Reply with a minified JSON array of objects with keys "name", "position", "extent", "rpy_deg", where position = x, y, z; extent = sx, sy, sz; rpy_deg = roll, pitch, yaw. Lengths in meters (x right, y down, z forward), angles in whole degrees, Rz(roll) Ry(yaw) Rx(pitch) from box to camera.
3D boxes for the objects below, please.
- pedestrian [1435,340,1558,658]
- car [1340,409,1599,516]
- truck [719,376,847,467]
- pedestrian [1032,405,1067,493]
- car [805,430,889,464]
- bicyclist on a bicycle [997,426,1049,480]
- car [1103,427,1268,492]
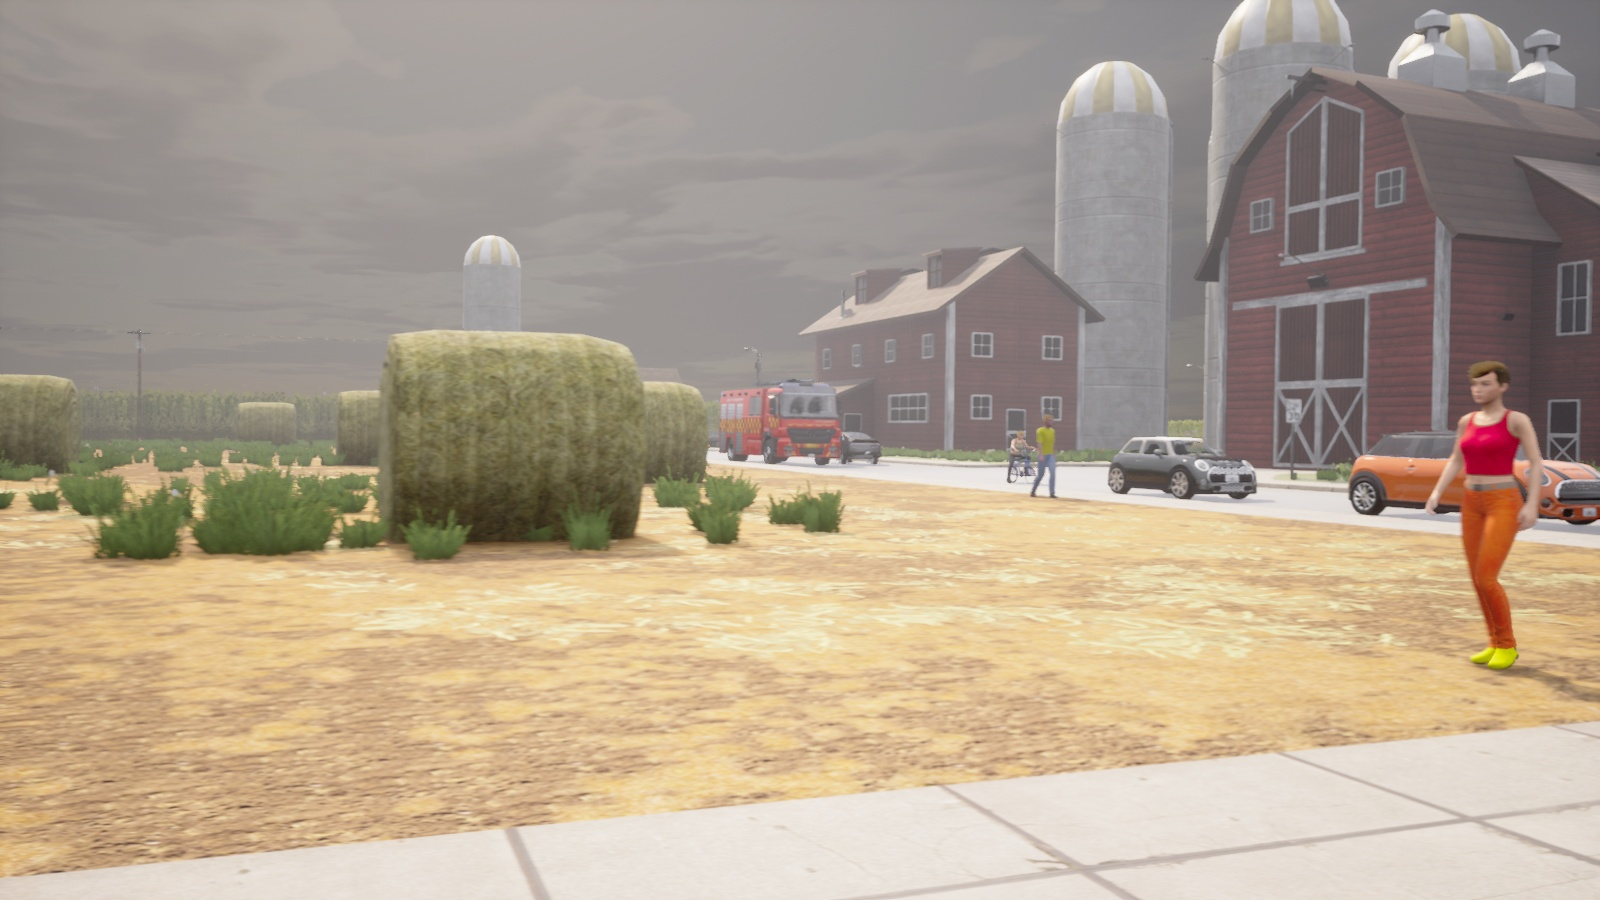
[{"name":"pedestrian","position":[4.166,0.277,7.515],"extent":[0.594,1.836,0.345],"rpy_deg":[-1,1,-21]},{"name":"car","position":[12.585,0.169,23.303],"extent":[2.097,1.767,4.553],"rpy_deg":[-1,1,-22]},{"name":"truck","position":[-0.944,-1.254,56.990],"extent":[2.891,3.827,8.468],"rpy_deg":[-1,1,-22]},{"name":"pedestrian","position":[5.309,-0.023,26.731],"extent":[0.354,1.836,0.706],"rpy_deg":[-1,1,-29]},{"name":"car","position":[2.146,-0.185,58.726],"extent":[2.128,1.511,4.902],"rpy_deg":[-1,1,-22]},{"name":"bicyclist on a bicycle","position":[6.719,0.076,37.907],"extent":[0.866,1.612,1.509],"rpy_deg":[-1,1,-22]},{"name":"car","position":[9.455,0.186,31.108],"extent":[1.970,1.475,3.806],"rpy_deg":[-1,1,-22]}]
